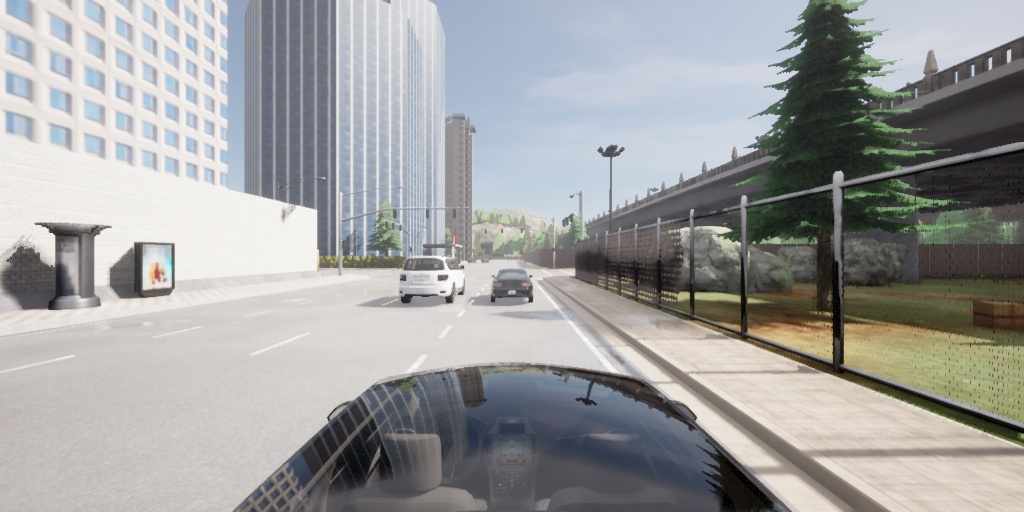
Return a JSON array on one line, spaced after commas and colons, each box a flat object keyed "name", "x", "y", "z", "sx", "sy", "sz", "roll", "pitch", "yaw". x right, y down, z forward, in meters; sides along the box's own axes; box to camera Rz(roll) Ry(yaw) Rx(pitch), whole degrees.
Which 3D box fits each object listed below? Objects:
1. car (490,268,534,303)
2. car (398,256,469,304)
[{"name": "car", "x": 0.000, "y": 1.281, "z": 16.500, "sx": 1.812, "sy": 1.442, "sz": 4.674, "roll": 0, "pitch": 0, "yaw": 0}, {"name": "car", "x": -3.500, "y": 1.006, "z": 16.530, "sx": 2.150, "sy": 2.045, "sz": 5.566, "roll": 0, "pitch": 0, "yaw": 0}]
